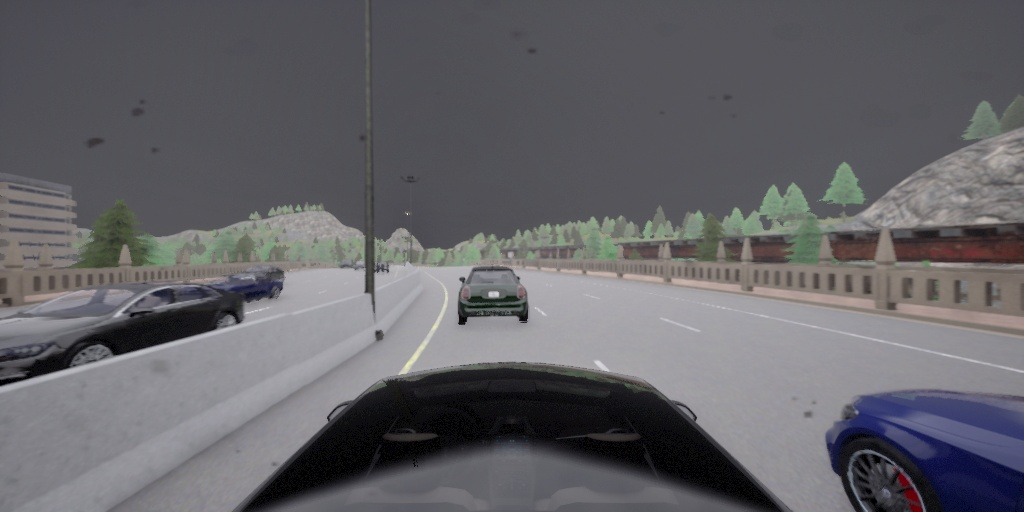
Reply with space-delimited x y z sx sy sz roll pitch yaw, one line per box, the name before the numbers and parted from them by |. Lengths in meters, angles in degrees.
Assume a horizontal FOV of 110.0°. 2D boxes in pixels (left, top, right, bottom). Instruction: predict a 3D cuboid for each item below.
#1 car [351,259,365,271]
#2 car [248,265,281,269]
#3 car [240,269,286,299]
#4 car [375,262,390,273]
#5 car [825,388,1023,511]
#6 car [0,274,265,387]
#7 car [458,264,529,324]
car | -23.051 1.489 55.005 1.812 1.442 4.674 0 0 -16
car | -17.859 1.391 25.664 2.128 1.511 4.902 0 0 -16
car | -11.936 1.437 15.611 1.895 1.301 4.718 0 0 -10
car | -16.908 1.458 46.757 2.033 1.411 5.357 0 0 -17
car | 3.456 1.261 0.933 1.812 1.442 4.674 0 0 0
car | -7.435 1.284 6.902 2.128 1.511 4.902 0 0 -4
car | -0.734 1.118 12.316 2.097 1.767 4.553 0 0 -6
